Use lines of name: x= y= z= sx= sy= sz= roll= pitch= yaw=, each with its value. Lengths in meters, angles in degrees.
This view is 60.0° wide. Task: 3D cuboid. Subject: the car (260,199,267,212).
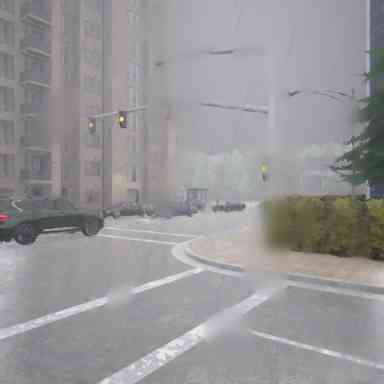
car: x=9.395 y=1.505 z=38.180 sx=1.837 sy=1.490 sz=4.892 roll=0 pitch=0 yaw=36

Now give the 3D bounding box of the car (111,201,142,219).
car: x=-5.915 y=1.547 z=29.383 sx=2.033 sy=1.411 sz=5.357 roll=0 pitch=0 yaw=36

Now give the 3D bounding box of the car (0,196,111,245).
car: x=-6.882 y=1.221 z=15.819 sx=2.150 sy=2.045 sz=5.566 roll=0 pitch=0 yaw=36

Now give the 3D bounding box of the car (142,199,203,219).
car: x=-1.579 y=1.547 z=29.389 sx=2.033 sy=1.411 sz=5.357 roll=0 pitch=0 yaw=36

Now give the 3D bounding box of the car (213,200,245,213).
car: x=4.076 y=1.601 z=37.132 sx=1.895 sy=1.301 sz=4.718 roll=0 pitch=0 yaw=36

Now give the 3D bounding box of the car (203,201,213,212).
car: x=-0.223 y=1.491 z=37.181 sx=2.128 sy=1.511 sz=4.902 roll=0 pitch=0 yaw=36
